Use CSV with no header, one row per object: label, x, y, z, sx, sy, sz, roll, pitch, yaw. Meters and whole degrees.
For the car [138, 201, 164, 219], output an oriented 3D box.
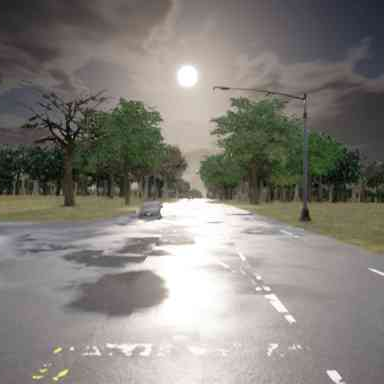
car,-3.510,1.572,29.280,1.837,1.490,4.892,0,0,0
